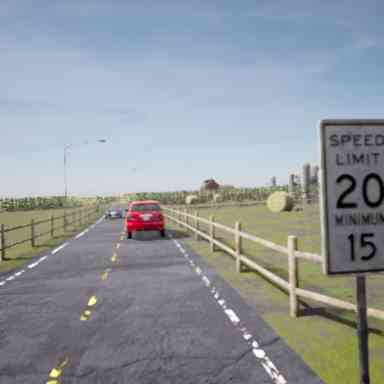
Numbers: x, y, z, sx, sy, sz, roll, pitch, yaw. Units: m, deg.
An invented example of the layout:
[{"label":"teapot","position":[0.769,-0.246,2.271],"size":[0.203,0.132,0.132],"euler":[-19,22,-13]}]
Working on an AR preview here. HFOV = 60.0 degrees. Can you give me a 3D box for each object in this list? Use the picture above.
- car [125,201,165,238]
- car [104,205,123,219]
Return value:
[{"label":"car","position":[-2.920,1.583,20.614],"size":[2.150,2.045,5.566],"euler":[-2,-1,-10]},{"label":"car","position":[-9.151,2.303,39.080],"size":[2.128,1.511,4.902],"euler":[-2,-1,-11]}]
